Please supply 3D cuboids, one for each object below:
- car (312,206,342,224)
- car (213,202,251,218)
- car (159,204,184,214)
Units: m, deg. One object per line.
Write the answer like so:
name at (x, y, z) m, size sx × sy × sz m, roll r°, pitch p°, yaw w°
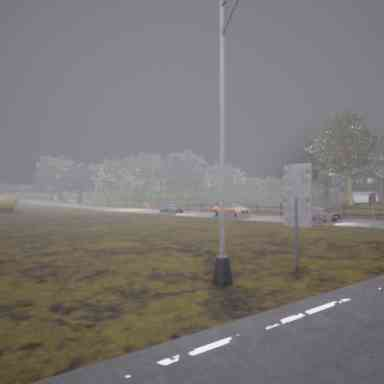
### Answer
car at (10.426, 1.862, 28.194) m, size 1.994 × 1.385 × 4.181 m, roll -1°, pitch -1°, yaw -35°
car at (4.333, 1.900, 36.826) m, size 2.097 × 1.767 × 4.553 m, roll -1°, pitch -1°, yaw -35°
car at (-2.892, 2.374, 47.095) m, size 1.994 × 1.385 × 4.181 m, roll -1°, pitch -1°, yaw -35°
